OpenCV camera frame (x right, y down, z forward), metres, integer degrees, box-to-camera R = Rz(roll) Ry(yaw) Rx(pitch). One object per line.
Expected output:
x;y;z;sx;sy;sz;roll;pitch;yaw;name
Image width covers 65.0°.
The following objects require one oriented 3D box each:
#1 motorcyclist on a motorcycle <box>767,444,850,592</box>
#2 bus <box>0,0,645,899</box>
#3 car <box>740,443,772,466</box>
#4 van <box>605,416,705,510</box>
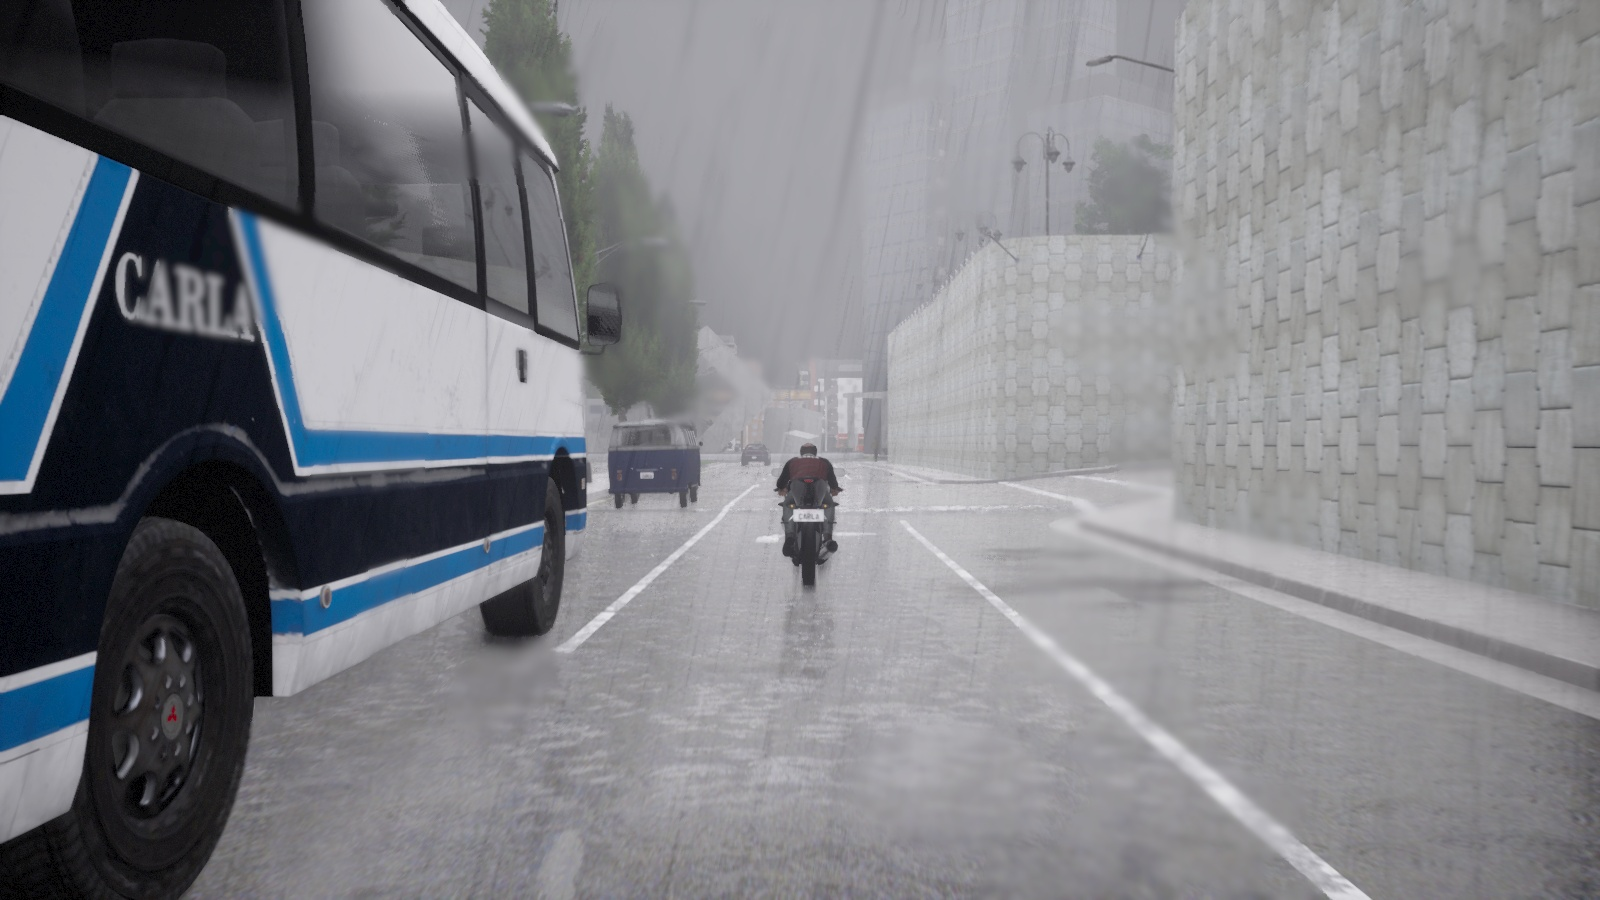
0.096;0.702;14.142;0.866;1.530;2.191;0;0;0;motorcyclist on a motorcycle
-3.446;-0.670;6.590;3.944;4.253;10.273;0;0;0;bus
-2.910;0.288;83.307;1.816;1.474;4.193;0;0;2;car
-3.320;0.290;29.518;1.775;1.987;4.442;-1;0;0;van
